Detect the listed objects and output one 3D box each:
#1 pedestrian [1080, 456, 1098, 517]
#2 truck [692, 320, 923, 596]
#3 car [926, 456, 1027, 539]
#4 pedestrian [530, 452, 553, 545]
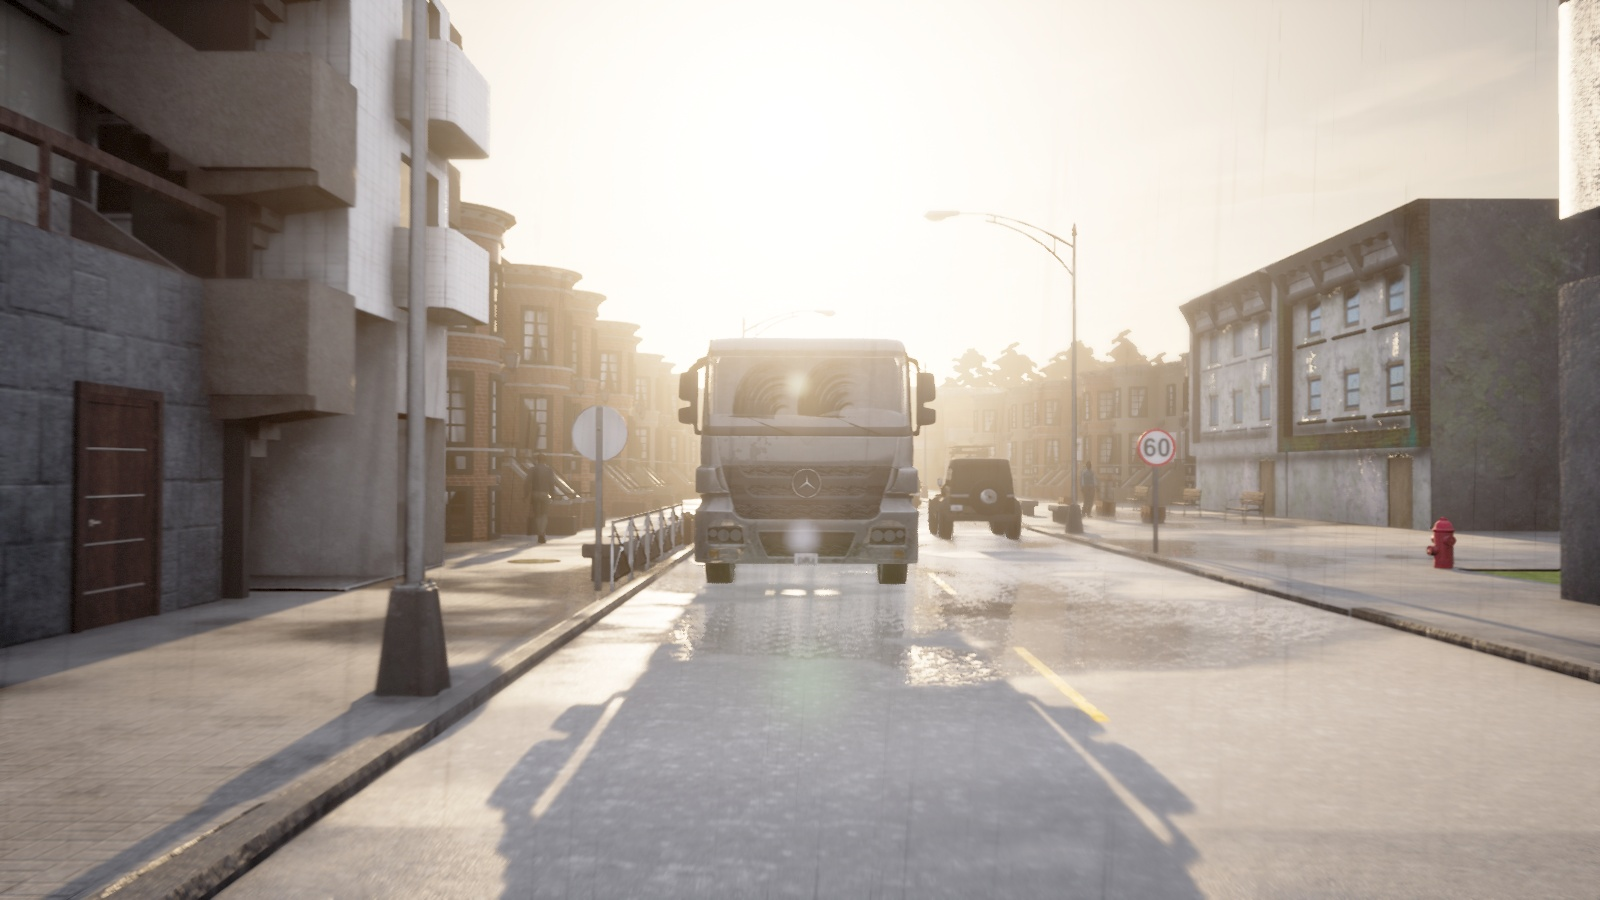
[{"bbox_3d":[9.277,1.164,40.326,0.396,1.930,0.692,0,-1,-3],"label":"pedestrian"},{"bbox_3d":[0.120,0.163,19.754,2.891,3.462,7.936,0,-1,0],"label":"truck"},{"bbox_3d":[4.194,1.103,30.392,1.905,1.878,3.866,0,-1,0],"label":"car"},{"bbox_3d":[-5.167,0.965,25.144,0.370,1.835,0.726,0,-1,-5],"label":"pedestrian"}]
